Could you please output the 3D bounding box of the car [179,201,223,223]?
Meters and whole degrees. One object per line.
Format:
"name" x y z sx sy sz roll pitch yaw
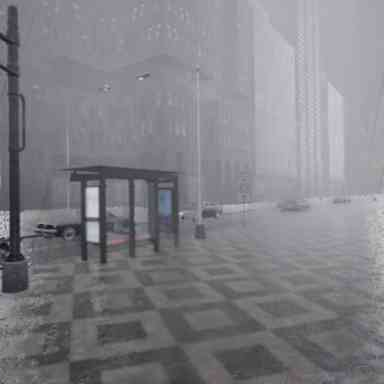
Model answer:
"car" 0.503 1.429 25.070 2.128 1.511 4.902 -1 0 36

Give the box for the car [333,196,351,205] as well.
"car" 23.452 1.270 51.818 1.895 1.301 4.718 -1 0 36

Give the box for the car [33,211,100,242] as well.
"car" -5.381 1.601 16.808 1.895 1.301 4.718 -1 0 35

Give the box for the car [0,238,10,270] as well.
"car" -6.283 1.545 8.229 1.994 1.385 4.181 -1 0 -2

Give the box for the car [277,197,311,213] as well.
"car" 10.571 1.368 33.702 1.994 1.385 4.181 -1 0 35
